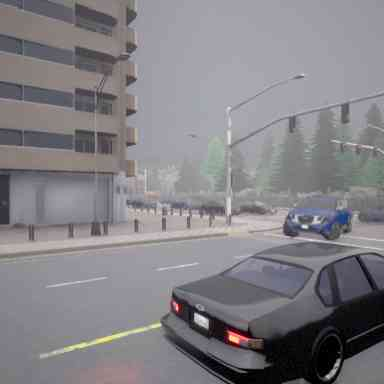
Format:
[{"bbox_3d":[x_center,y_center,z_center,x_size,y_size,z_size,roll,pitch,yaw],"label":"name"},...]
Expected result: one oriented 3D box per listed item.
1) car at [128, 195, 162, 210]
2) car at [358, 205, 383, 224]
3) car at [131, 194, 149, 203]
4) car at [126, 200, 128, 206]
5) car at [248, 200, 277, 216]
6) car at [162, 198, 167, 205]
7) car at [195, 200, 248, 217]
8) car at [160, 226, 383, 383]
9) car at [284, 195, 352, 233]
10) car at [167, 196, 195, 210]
[{"bbox_3d":[-6.393,1.562,45.260,1.837,1.490,4.892,0,-1,-36],"label":"car"},{"bbox_3d":[13.887,1.585,23.071,1.994,1.385,4.181,0,0,-36],"label":"car"},{"bbox_3d":[-10.952,1.408,69.855,2.097,1.767,4.553,0,0,-36],"label":"car"},{"bbox_3d":[-9.380,1.603,55.451,2.033,1.411,5.357,0,0,-35],"label":"car"},{"bbox_3d":[6.393,1.581,33.477,1.812,1.442,4.674,0,0,-36],"label":"car"},{"bbox_3d":[-3.846,1.603,60.034,2.033,1.411,5.357,0,0,-36],"label":"car"},{"bbox_3d":[2.786,1.560,32.497,1.837,1.490,4.892,0,0,-36],"label":"car"},{"bbox_3d":[2.162,1.547,5.320,5.357,1.411,2.033,0,0,-35],"label":"car"},{"bbox_3d":[6.771,1.220,17.333,2.150,2.045,5.566,2,1,36],"label":"car"},{"bbox_3d":[-0.857,1.407,43.553,2.097,1.767,4.553,0,0,-36],"label":"car"}]
